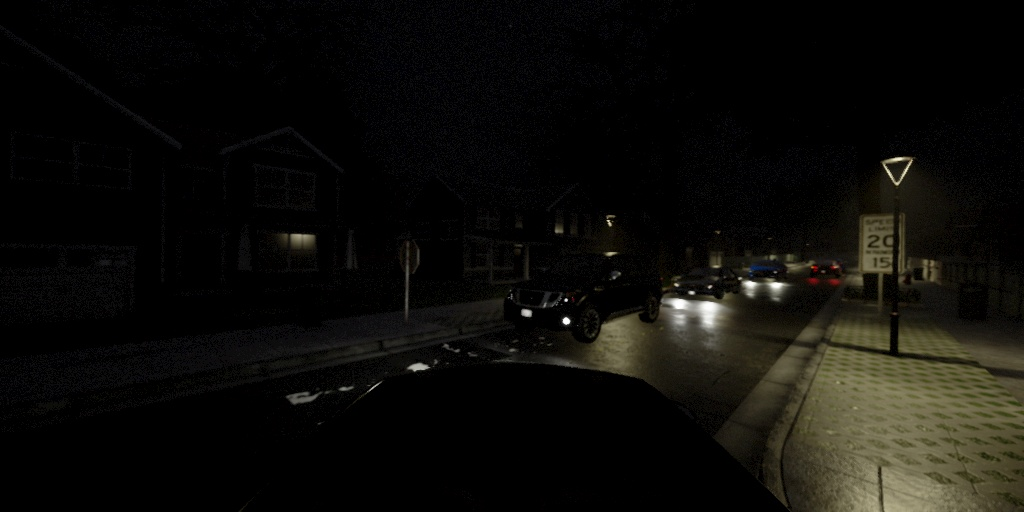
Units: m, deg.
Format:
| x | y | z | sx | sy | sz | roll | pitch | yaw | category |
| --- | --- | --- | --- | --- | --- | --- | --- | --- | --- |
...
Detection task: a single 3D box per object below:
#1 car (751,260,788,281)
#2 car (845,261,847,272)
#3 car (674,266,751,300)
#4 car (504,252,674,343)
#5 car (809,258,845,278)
| x | y | z | sx | sy | sz | roll | pitch | yaw | category |
| --- | --- | --- | --- | --- | --- | --- | --- | --- | --- |
| 19.883 | 1.059 | 27.763 | 5.008 | 1.535 | 1.882 | 0 | 1 | -45 | car |
| 34.463 | 0.957 | 38.437 | 5.008 | 1.535 | 1.882 | -1 | 1 | -45 | car |
| 9.728 | 1.204 | 17.541 | 2.033 | 1.411 | 5.357 | 1 | 1 | 45 | car |
| 2.269 | 0.918 | 10.009 | 2.150 | 2.045 | 5.566 | 1 | 1 | 45 | car |
| 27.233 | 1.091 | 31.088 | 4.674 | 1.442 | 1.812 | -1 | 1 | -45 | car |
